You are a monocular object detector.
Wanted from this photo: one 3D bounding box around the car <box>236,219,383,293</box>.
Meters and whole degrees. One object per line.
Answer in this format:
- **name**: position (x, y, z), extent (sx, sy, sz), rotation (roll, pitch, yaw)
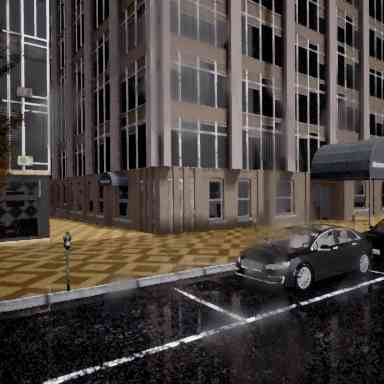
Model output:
- **car**: position (3.091, 1.549, 8.784), extent (4.403, 1.369, 2.008), rotation (0, -1, -36)
